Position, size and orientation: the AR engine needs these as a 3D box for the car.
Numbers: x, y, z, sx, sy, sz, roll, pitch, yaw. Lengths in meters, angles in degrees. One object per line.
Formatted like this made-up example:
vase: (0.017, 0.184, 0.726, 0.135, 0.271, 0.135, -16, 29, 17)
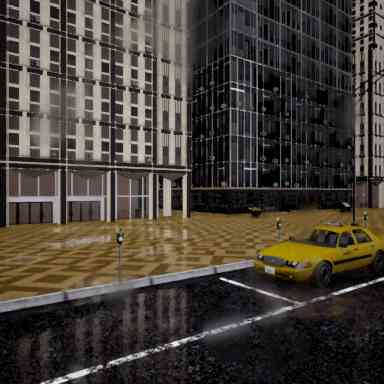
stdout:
car: (3.800, 1.526, 9.253, 4.829, 1.417, 1.752, 0, 0, -35)
